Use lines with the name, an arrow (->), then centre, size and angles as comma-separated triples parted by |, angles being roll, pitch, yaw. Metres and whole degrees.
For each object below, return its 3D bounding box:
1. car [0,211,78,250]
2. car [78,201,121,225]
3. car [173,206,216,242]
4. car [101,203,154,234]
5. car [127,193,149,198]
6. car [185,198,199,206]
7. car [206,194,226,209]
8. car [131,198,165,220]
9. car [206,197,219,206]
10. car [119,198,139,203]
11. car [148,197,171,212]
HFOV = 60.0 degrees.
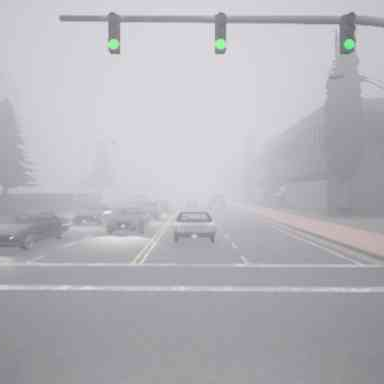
car -> -7.133, 1.557, 14.562 | 2.033, 1.411, 5.357 | 0, 0, 2
car -> -7.075, 1.563, 24.633 | 2.033, 1.411, 5.357 | 0, 0, 0
car -> 0.105, 1.612, 16.561 | 1.895, 1.301, 4.718 | 0, 0, 0
car -> -3.580, 1.577, 19.245 | 1.994, 1.385, 4.181 | 0, 0, 0
car -> -6.986, 1.251, 45.102 | 2.150, 2.045, 5.566 | 0, 0, 0
car -> 0.014, 1.556, 46.928 | 1.812, 1.442, 4.674 | 0, 0, 0
car -> 3.514, 1.252, 46.583 | 2.150, 2.045, 5.566 | 0, 0, 0
car -> -3.572, 1.523, 27.962 | 1.837, 1.490, 4.892 | 0, 0, -1
car -> 3.517, 1.601, 57.235 | 1.994, 1.385, 4.181 | 0, 0, 0
car -> -7.006, 1.586, 34.610 | 1.994, 1.385, 4.181 | 0, 0, 1
car -> -3.488, 1.516, 38.159 | 2.128, 1.511, 4.902 | 0, 0, 0
